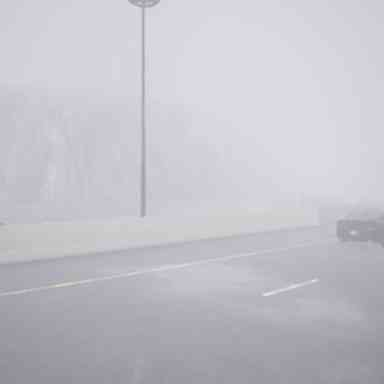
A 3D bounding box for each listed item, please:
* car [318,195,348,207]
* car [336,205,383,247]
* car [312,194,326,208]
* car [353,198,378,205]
[{"bbox_3d":[19.017,1.508,44.081,4.892,1.490,1.837,1,-1,-44],"label":"car"},{"bbox_3d":[8.371,1.475,14.917,5.008,1.535,1.882,0,0,-40],"label":"car"},{"bbox_3d":[17.354,1.231,47.330,5.566,2.045,2.150,1,0,-44],"label":"car"},{"bbox_3d":[21.981,1.501,42.074,4.892,1.490,1.837,1,-1,-44],"label":"car"}]
